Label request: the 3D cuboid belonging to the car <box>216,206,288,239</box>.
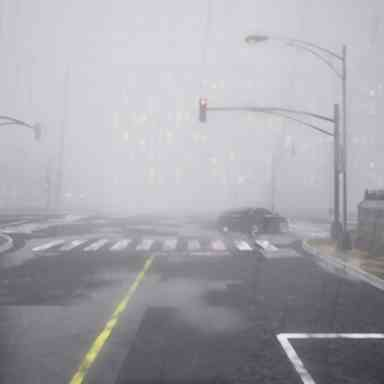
[{"bbox_3d":[3.275,1.520,17.575,1.837,1.490,4.892,-3,-2,43],"label":"car"}]
